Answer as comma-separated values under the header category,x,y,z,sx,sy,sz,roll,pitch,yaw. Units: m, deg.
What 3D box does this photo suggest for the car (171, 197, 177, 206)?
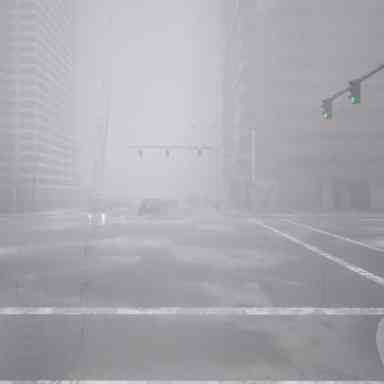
category,x,y,z,sx,sy,sz,roll,pitch,yaw
car,-3.435,1.525,53.069,1.812,1.442,4.674,0,0,0

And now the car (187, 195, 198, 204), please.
category,x,y,z,sx,sy,sz,roll,pitch,yaw
car,0.063,1.352,63.504,2.097,1.767,4.553,0,0,0

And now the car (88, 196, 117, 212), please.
category,x,y,z,sx,sy,sz,roll,pitch,yaw
car,-10.624,1.505,39.376,1.837,1.490,4.892,0,0,0

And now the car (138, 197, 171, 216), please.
category,x,y,z,sx,sy,sz,roll,pitch,yaw
car,-3.708,1.352,32.067,2.097,1.767,4.553,0,0,6

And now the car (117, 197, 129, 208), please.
category,x,y,z,sx,sy,sz,roll,pitch,yaw
car,-10.620,1.526,49.635,1.812,1.442,4.674,0,0,0
